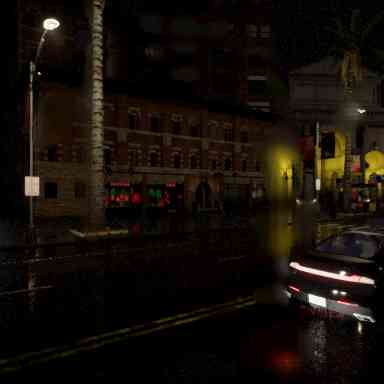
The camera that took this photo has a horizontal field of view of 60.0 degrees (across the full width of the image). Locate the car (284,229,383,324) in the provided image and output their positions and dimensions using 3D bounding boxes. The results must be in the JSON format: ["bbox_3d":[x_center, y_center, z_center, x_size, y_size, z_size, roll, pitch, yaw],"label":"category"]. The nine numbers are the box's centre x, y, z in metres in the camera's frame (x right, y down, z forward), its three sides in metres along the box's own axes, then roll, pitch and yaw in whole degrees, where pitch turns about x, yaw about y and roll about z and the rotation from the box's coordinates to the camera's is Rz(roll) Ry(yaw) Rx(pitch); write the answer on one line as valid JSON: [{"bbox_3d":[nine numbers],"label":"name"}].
[{"bbox_3d":[3.951,1.492,6.628,4.902,1.511,2.128,0,0,-35],"label":"car"}]
